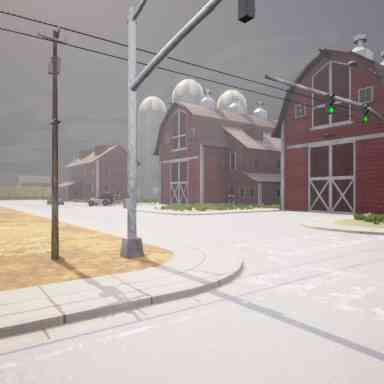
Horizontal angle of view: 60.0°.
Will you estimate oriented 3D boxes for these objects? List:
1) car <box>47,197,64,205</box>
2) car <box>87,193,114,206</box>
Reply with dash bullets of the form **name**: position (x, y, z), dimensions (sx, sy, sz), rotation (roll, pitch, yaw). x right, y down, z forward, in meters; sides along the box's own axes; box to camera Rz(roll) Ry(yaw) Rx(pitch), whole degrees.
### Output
- **car**: position (-23.266, 1.537, 56.583), dimensions (1.994, 1.385, 4.181), rotation (0, 0, -36)
- **car**: position (-13.797, 1.118, 50.595), dimensions (3.866, 1.878, 1.905), rotation (-2, 5, 11)
